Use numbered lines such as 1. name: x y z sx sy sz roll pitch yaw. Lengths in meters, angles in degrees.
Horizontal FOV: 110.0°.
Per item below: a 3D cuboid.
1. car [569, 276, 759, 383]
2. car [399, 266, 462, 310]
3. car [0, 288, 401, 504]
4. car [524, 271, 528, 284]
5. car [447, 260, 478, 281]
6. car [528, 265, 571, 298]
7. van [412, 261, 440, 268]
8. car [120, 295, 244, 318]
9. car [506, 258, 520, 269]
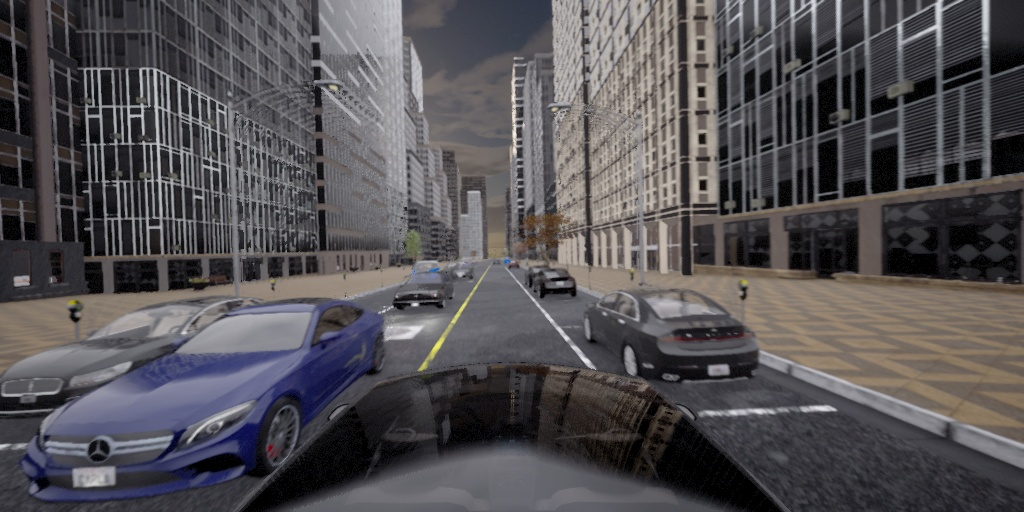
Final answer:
1. car: 2.579 1.232 6.788 2.007 1.370 4.403 0 0 -3
2. car: -3.626 1.394 15.751 2.033 1.411 5.357 -2 0 -2
3. car: -3.151 1.360 4.946 1.812 1.442 4.674 -2 0 -2
4. car: 1.832 1.268 23.647 1.948 1.339 4.313 0 0 -3
5. car: -4.309 1.362 31.795 2.128 1.511 4.902 -2 0 -2
6. car: 2.081 1.260 18.028 1.948 1.339 4.313 0 0 -3
7. van: -6.787 1.275 28.896 1.690 1.789 3.998 0 0 -3
8. car: -5.790 1.455 6.416 2.007 1.370 4.403 0 0 -3
9. car: 0.338 1.351 57.365 1.802 1.307 4.207 0 0 -3
